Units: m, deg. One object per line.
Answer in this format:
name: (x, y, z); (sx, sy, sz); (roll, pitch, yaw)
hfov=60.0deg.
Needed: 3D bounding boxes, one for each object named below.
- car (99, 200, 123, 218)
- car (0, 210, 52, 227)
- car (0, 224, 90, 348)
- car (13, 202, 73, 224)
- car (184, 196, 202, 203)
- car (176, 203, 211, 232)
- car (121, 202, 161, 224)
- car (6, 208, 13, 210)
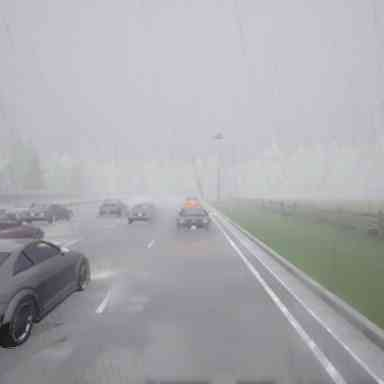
car: (-6.910, 1.443, 29.823); (2.128, 1.511, 4.902); (0, 0, 0)
car: (-6.904, 1.546, 11.660); (1.994, 1.385, 4.181); (0, 0, 0)
car: (-3.401, 1.554, 6.266); (1.994, 1.385, 4.181); (0, 0, 0)
car: (-10.408, 1.509, 24.218); (2.033, 1.411, 5.357); (0, 0, 0)
car: (0.087, 1.285, 39.145); (2.097, 1.767, 4.553); (0, 0, 0)
car: (0.094, 1.567, 19.675); (1.895, 1.301, 4.718); (0, 0, 0)
car: (-3.407, 1.507, 24.209); (2.033, 1.411, 5.357); (0, 0, 0)
car: (-13.910, 1.556, 28.768); (1.895, 1.301, 4.718); (0, 0, 0)
